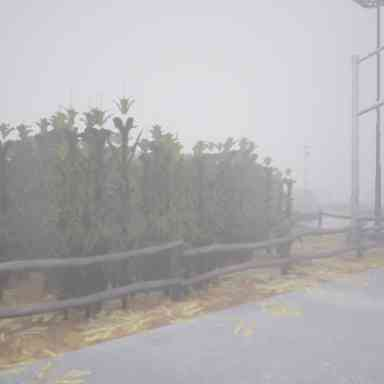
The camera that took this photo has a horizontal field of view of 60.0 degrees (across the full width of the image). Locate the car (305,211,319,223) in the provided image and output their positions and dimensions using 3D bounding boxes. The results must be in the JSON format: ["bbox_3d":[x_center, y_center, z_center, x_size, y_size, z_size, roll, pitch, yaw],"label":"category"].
[{"bbox_3d":[7.079,1.612,24.859,1.895,1.301,4.718,0,0,-35],"label":"car"}]
